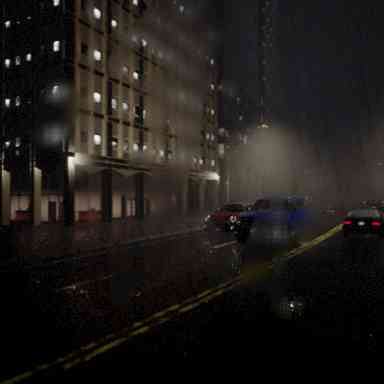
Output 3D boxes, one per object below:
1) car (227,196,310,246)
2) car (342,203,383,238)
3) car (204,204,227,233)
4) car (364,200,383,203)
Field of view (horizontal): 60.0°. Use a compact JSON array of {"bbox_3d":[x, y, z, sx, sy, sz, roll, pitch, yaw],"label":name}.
[{"bbox_3d":[4.040,1.258,15.946,2.150,2.045,5.566,-1,0,33],"label":"car"},{"bbox_3d":[9.220,1.509,17.595,2.033,1.411,5.357,-1,0,32],"label":"car"},{"bbox_3d":[2.546,1.435,19.653,2.097,1.767,4.553,-1,0,32],"label":"car"},{"bbox_3d":[19.009,1.477,34.696,1.994,1.385,4.181,-1,0,28],"label":"car"}]
